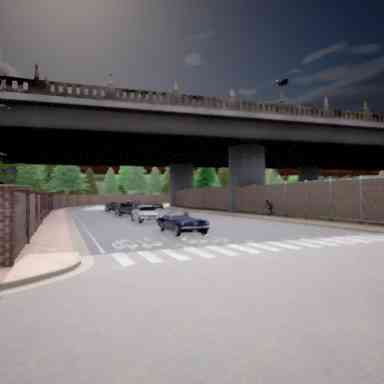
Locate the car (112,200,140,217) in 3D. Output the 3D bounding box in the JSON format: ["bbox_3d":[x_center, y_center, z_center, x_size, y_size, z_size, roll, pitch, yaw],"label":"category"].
[{"bbox_3d":[-7.576,1.965,37.853,1.837,1.490,4.892,-1,0,-21],"label":"car"}]

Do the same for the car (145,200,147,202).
[{"bbox_3d":[-8.642,2.107,50.927,1.812,1.442,4.674,-1,-1,-20],"label":"car"}]

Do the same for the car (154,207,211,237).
[{"bbox_3d":[-0.604,1.830,20.024,1.895,1.301,4.718,-1,0,-21],"label":"car"}]

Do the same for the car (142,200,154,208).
[{"bbox_3d":[-8.217,2.231,62.398,1.994,1.385,4.181,-1,0,-5],"label":"car"}]

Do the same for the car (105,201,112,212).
[{"bbox_3d":[-11.269,2.090,47.514,1.837,1.490,4.892,-1,0,-20],"label":"car"}]

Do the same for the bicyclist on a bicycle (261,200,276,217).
[{"bbox_3d":[7.036,1.519,30.622,1.656,1.620,0.582,-1,0,-21],"label":"bicyclist on a bicycle"}]

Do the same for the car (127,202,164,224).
[{"bbox_3d":[-3.986,1.867,28.660,1.812,1.442,4.674,-1,0,-21],"label":"car"}]

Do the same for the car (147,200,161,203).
[{"bbox_3d":[-5.812,2.127,53.344,1.994,1.385,4.181,-1,0,-18],"label":"car"}]

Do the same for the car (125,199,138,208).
[{"bbox_3d":[-11.648,2.202,64.185,1.882,1.535,5.008,-1,0,-5],"label":"car"}]
